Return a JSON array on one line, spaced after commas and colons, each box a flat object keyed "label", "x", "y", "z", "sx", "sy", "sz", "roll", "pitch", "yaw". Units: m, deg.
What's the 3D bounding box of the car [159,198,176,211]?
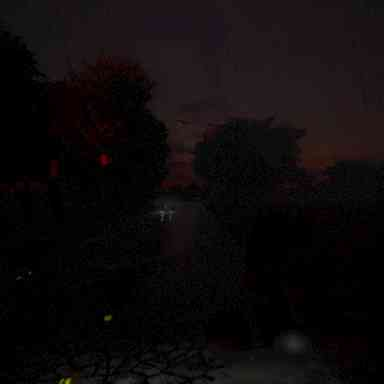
[{"label": "car", "x": -3.092, "y": 1.526, "z": 41.909, "sx": 2.128, "sy": 1.511, "sz": 4.902, "roll": 0, "pitch": 0, "yaw": 0}]
